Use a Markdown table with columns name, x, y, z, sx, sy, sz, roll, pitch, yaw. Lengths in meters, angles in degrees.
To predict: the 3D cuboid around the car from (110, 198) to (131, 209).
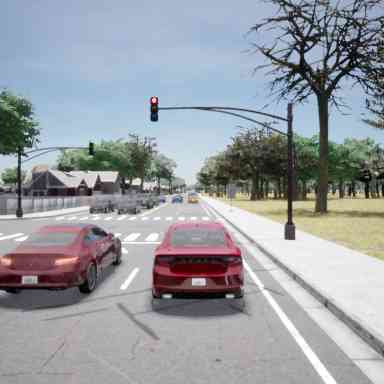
| name | x | y | z | sx | sy | sz | roll | pitch | yaw |
| --- | --- | --- | --- | --- | --- | --- | --- | --- | --- |
| car | -9.736 | 1.515 | 45.502 | 1.812 | 1.442 | 4.674 | 0 | 0 | 1 |

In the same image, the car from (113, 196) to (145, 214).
| name | x | y | z | sx | sy | sz | roll | pitch | yaw |
| --- | --- | --- | --- | --- | --- | --- | --- | --- | --- |
| car | -6.513 | 1.498 | 34.858 | 1.837 | 1.490 | 4.892 | 0 | 0 | 0 |

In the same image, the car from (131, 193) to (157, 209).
| name | x | y | z | sx | sy | sz | roll | pitch | yaw |
| --- | --- | --- | --- | --- | --- | --- | --- | --- | --- |
| car | -6.487 | 1.211 | 44.709 | 2.150 | 2.045 | 5.566 | 0 | 0 | 1 |

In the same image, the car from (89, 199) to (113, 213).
| name | x | y | z | sx | sy | sz | roll | pitch | yaw |
| --- | --- | --- | --- | --- | --- | --- | --- | --- | --- |
| car | -9.759 | 1.498 | 36.369 | 1.837 | 1.490 | 4.892 | 0 | 0 | 0 |

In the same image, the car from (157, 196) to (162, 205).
| name | x | y | z | sx | sy | sz | roll | pitch | yaw |
| --- | --- | --- | --- | --- | --- | --- | --- | --- | --- |
| car | -6.459 | 1.488 | 54.738 | 1.837 | 1.490 | 4.892 | 0 | 0 | 0 |

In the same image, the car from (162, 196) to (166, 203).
| name | x | y | z | sx | sy | sz | roll | pitch | yaw |
| --- | --- | --- | --- | --- | --- | --- | --- | --- | --- |
| car | -6.356 | 1.450 | 67.087 | 1.882 | 1.535 | 5.008 | 0 | 0 | 1 |

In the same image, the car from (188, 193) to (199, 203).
| name | x | y | z | sx | sy | sz | roll | pitch | yaw |
| --- | --- | --- | --- | --- | --- | --- | --- | --- | --- |
| car | 0.256 | 1.450 | 65.923 | 1.882 | 1.535 | 5.008 | 0 | 0 | 0 |

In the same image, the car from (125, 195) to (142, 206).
| name | x | y | z | sx | sy | sz | roll | pitch | yaw |
| --- | --- | --- | --- | --- | --- | --- | --- | --- | --- |
| car | -9.707 | 1.334 | 55.388 | 2.097 | 1.767 | 4.553 | 0 | 0 | 0 |

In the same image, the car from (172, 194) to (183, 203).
| name | x | y | z | sx | sy | sz | roll | pitch | yaw |
| --- | --- | --- | --- | --- | --- | --- | --- | --- | --- |
| car | -2.989 | 1.498 | 66.330 | 1.812 | 1.442 | 4.674 | 0 | 0 | 0 |

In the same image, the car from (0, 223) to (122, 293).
| name | x | y | z | sx | sy | sz | roll | pitch | yaw |
| --- | --- | --- | --- | --- | --- | --- | --- | --- | --- |
| car | -3.129 | 1.525 | 8.706 | 1.812 | 1.442 | 4.674 | 0 | 0 | 0 |

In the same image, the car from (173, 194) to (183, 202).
| name | x | y | z | sx | sy | sz | roll | pitch | yaw |
| --- | --- | --- | --- | --- | --- | --- | --- | --- | --- |
| car | -3.067 | 1.319 | 76.296 | 2.097 | 1.767 | 4.553 | 0 | 0 | 0 |

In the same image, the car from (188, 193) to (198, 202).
| name | x | y | z | sx | sy | sz | roll | pitch | yaw |
| --- | --- | --- | --- | --- | --- | --- | --- | --- | --- |
| car | 0.183 | 1.189 | 76.324 | 2.150 | 2.045 | 5.566 | 0 | 0 | 0 |

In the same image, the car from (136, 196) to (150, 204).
| name | x | y | z | sx | sy | sz | roll | pitch | yaw |
| --- | --- | --- | --- | --- | --- | --- | --- | --- | --- |
| car | -9.620 | 1.520 | 66.007 | 2.033 | 1.411 | 5.357 | 0 | 0 | 0 |

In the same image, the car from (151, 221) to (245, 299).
| name | x | y | z | sx | sy | sz | roll | pitch | yaw |
| --- | --- | --- | --- | --- | --- | --- | --- | --- | --- |
| car | 0.118 | 1.477 | 8.495 | 1.882 | 1.535 | 5.008 | 0 | 0 | 0 |
